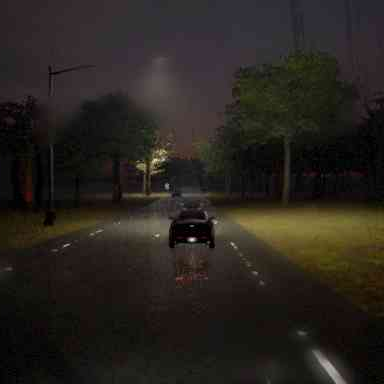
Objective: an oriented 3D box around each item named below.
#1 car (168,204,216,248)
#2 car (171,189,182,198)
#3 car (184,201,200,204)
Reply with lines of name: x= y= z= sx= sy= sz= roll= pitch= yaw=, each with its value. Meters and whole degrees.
car: x=0.000 y=1.499 z=14.651 sx=1.837 sy=1.490 sz=4.892 roll=0 pitch=0 yaw=0
car: x=-3.500 y=0.397 z=76.691 sx=2.150 sy=2.045 sz=5.566 roll=0 pitch=2 yaw=0
car: x=0.000 y=1.492 z=29.652 sx=1.812 sy=1.442 sz=4.674 roll=0 pitch=0 yaw=0
